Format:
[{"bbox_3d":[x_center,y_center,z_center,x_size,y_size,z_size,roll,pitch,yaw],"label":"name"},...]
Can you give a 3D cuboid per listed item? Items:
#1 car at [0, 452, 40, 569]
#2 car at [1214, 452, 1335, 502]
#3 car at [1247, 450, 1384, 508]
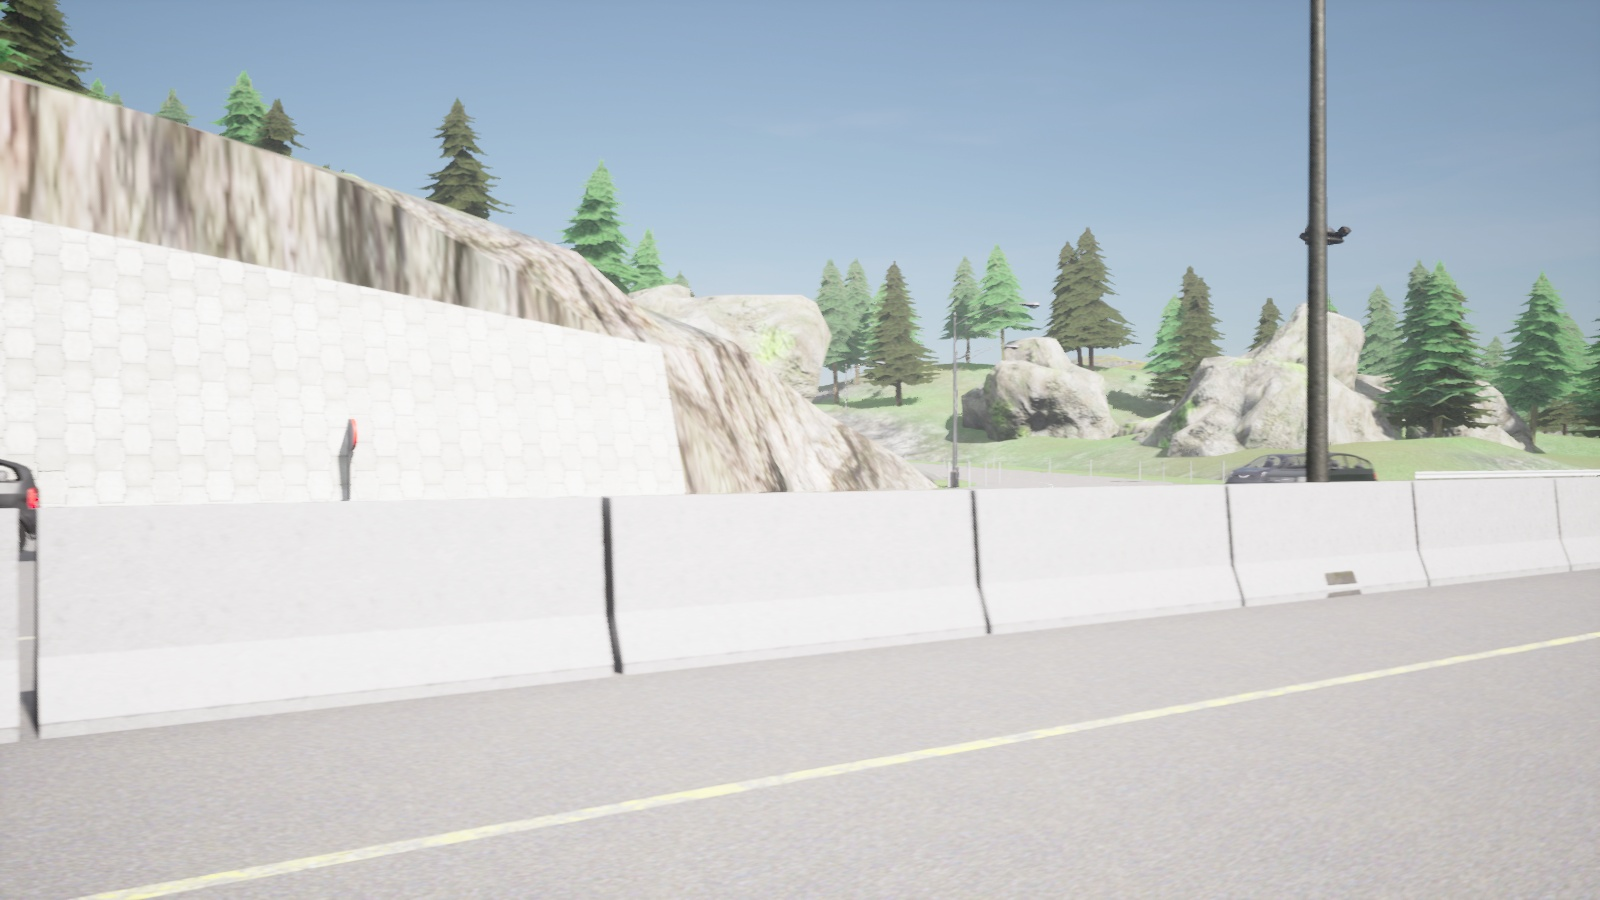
[{"bbox_3d":[-12.208,0.792,16.483,3.705,1.549,1.789,0,0,-35],"label":"car"},{"bbox_3d":[15.001,0.823,39.686,3.633,1.501,1.845,0,0,-35],"label":"car"},{"bbox_3d":[14.384,0.779,34.993,3.705,1.549,1.789,0,0,-35],"label":"car"}]
